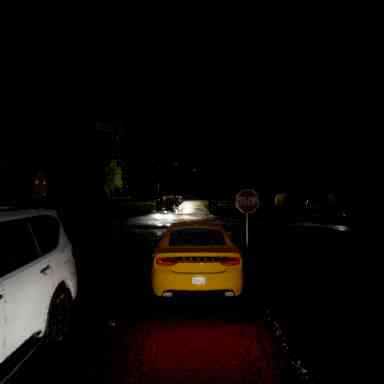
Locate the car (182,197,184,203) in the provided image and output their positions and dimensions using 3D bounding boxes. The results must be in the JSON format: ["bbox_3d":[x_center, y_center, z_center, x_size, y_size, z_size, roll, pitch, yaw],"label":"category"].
[{"bbox_3d":[-2.733,1.522,57.080,1.812,1.442,4.674,0,0,1],"label":"car"}]

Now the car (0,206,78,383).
[{"bbox_3d":[-2.896,1.222,3.223,2.150,2.045,5.566,0,0,-1],"label":"car"}]

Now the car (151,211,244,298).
[{"bbox_3d":[0.077,1.479,8.603,1.882,1.535,5.008,0,0,-1],"label":"car"}]

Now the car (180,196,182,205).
[{"bbox_3d":[-2.771,1.524,47.167,1.812,1.442,4.674,0,0,0],"label":"car"}]

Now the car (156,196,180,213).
[{"bbox_3d":[-2.855,1.493,36.657,2.128,1.511,4.902,0,0,1],"label":"car"}]

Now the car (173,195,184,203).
[{"bbox_3d":[-2.679,1.471,67.570,1.882,1.535,5.008,0,0,0],"label":"car"}]

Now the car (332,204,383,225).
[{"bbox_3d":[12.998,1.634,24.599,5.008,1.535,1.882,1,-1,0],"label":"car"}]
